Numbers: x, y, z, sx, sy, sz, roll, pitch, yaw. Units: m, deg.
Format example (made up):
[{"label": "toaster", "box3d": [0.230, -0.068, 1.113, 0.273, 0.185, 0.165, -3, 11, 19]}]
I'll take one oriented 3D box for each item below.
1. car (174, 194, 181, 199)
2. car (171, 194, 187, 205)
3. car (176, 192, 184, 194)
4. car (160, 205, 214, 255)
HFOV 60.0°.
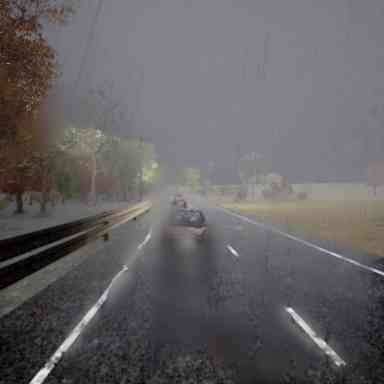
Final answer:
[{"label": "car", "box3d": [-4.010, 1.284, 94.277, 1.882, 1.535, 5.008, 0, 0, -3]}, {"label": "car", "box3d": [-1.631, 1.422, 43.293, 2.128, 1.511, 4.902, 0, 0, -3]}, {"label": "car", "box3d": [-2.604, 1.238, 64.157, 2.097, 1.767, 4.553, 0, 0, -3]}, {"label": "car", "box3d": [-0.233, 1.472, 13.342, 2.128, 1.511, 4.902, 0, 0, -3]}]
